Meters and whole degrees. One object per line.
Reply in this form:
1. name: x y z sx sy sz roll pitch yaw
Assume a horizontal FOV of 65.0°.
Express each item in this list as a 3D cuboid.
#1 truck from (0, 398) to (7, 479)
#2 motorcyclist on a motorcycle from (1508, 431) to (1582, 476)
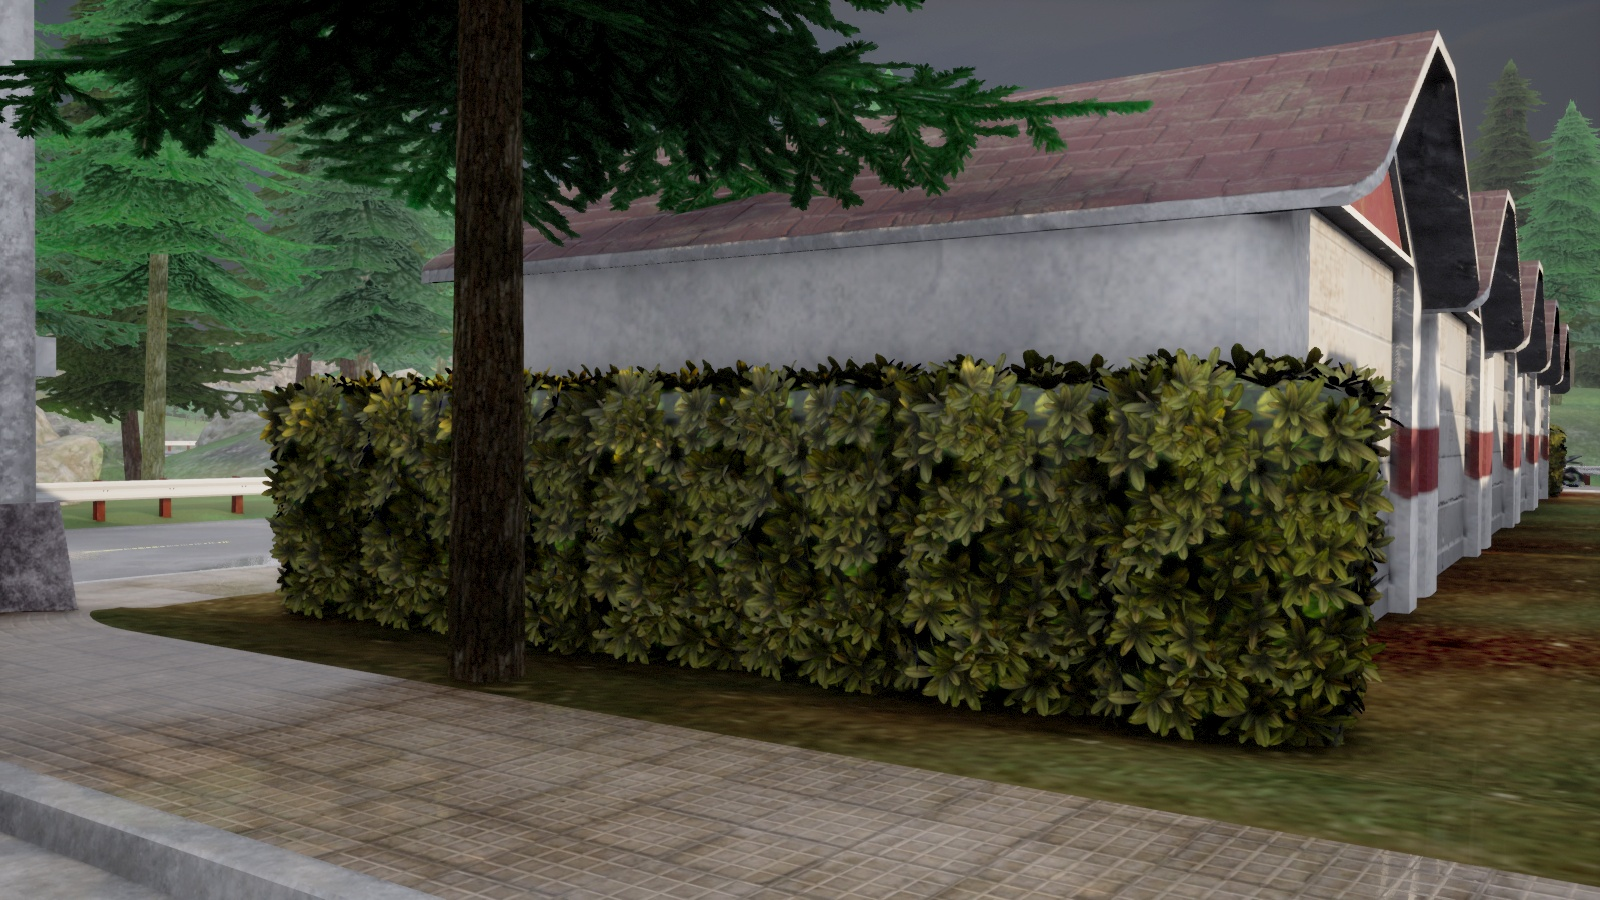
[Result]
1. truck: -37.337 -0.417 51.291 2.891 3.462 7.936 0 1 28
2. motorcyclist on a motorcycle: 25.855 0.113 43.602 2.191 1.530 0.866 0 1 32
